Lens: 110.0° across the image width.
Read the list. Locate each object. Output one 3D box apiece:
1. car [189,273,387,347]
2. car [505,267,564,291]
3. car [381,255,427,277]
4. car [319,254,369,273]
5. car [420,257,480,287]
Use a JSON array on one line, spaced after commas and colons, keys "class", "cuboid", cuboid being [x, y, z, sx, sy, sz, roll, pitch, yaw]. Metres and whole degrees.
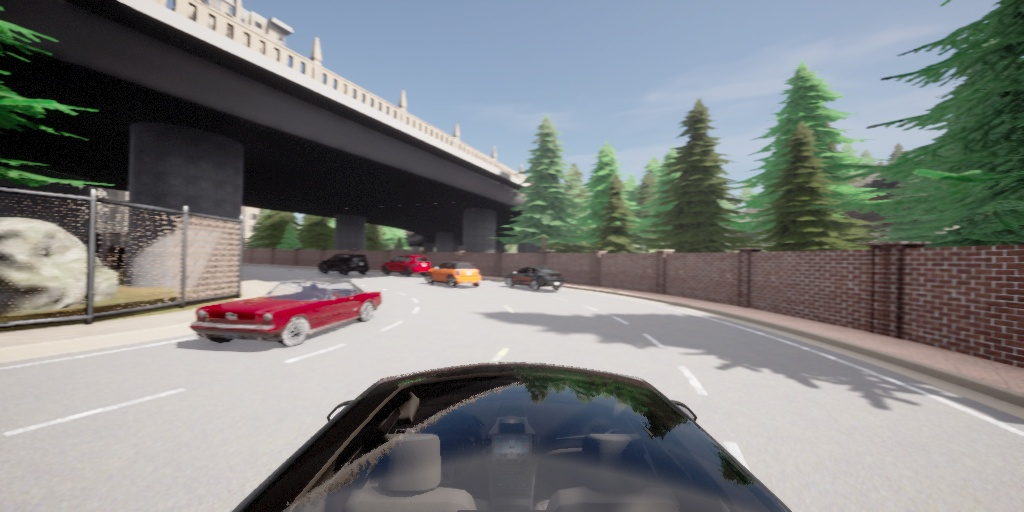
[{"class": "car", "cuboid": [-5.243, 1.272, 9.199, 1.895, 1.301, 4.718, 1, 0, 6]}, {"class": "car", "cuboid": [1.375, 1.434, 23.744, 1.837, 1.490, 4.892, 2, -2, -34]}, {"class": "car", "cuboid": [-10.347, 0.941, 35.002, 5.566, 2.045, 2.150, 1, -1, 36]}, {"class": "car", "cuboid": [-16.223, 0.795, 34.651, 5.566, 2.045, 2.150, 1, 0, 31]}, {"class": "car", "cuboid": [-4.201, 1.155, 24.983, 2.097, 1.767, 4.553, 2, 0, -41]}]
